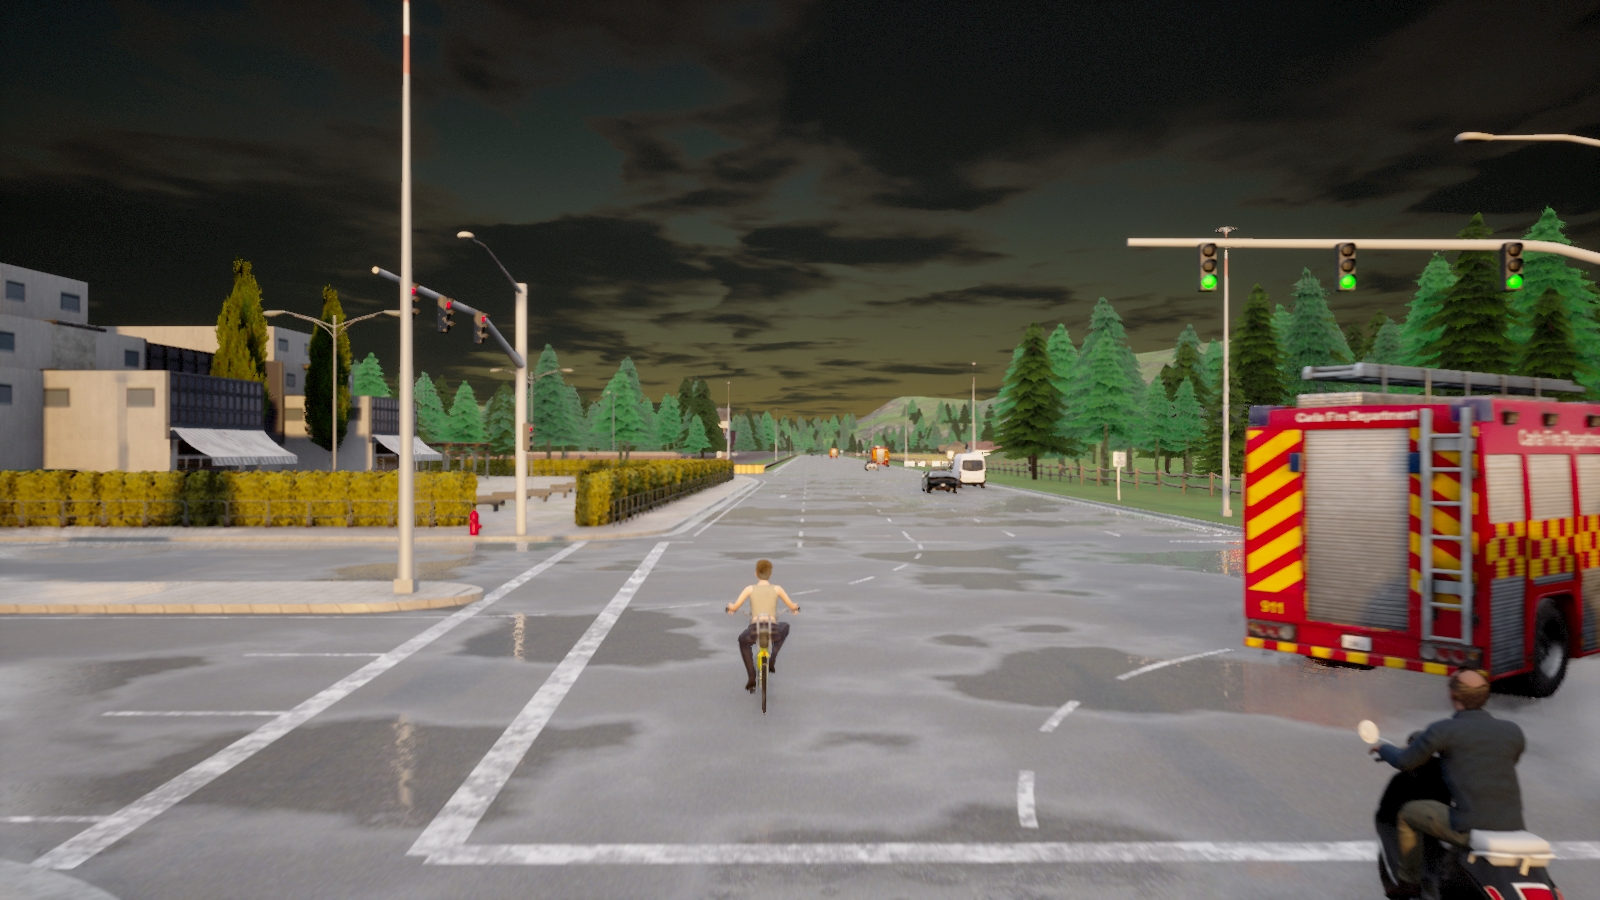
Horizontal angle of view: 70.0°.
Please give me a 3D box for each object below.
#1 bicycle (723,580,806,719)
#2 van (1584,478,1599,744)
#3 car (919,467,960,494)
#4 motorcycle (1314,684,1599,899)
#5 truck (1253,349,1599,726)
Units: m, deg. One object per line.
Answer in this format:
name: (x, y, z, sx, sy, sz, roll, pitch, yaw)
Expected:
bicycle: (-0.406, 2.163, 12.648, 0.859, 1.276, 1.487, 0, 0, -3)
van: (7.990, 1.537, 8.187, 1.988, 2.561, 5.915, -1, 0, 15)
car: (9.116, 2.009, 75.249, 2.097, 1.638, 5.238, 0, 0, 0)
motorcycle: (3.648, 2.145, 6.347, 0.856, 1.316, 1.805, 0, 0, 3)
truck: (9.820, 0.896, 15.273, 8.468, 3.827, 2.891, 0, 0, -36)
